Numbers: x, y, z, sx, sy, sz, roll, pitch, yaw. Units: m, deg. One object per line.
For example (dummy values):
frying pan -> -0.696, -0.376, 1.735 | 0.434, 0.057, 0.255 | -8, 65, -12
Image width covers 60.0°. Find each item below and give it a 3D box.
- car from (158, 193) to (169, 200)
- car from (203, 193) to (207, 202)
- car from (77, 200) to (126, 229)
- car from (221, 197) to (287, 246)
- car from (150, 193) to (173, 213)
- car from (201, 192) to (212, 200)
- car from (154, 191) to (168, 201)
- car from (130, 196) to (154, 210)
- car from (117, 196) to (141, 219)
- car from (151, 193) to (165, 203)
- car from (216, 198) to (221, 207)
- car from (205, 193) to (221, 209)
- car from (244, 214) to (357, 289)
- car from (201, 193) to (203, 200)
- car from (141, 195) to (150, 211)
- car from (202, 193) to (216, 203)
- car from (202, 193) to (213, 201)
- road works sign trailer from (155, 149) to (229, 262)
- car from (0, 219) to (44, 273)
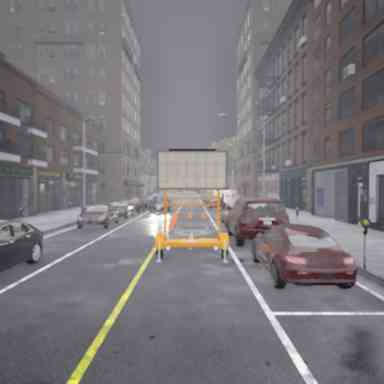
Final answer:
car -> -5.363, 0.801, 63.731 | 1.802, 1.307, 4.206 | 0, 1, 0
car -> 2.654, 1.061, 41.658 | 1.802, 1.307, 4.206 | 0, 1, 0
car -> -5.380, 1.335, 19.584 | 1.802, 1.307, 4.206 | 0, 1, 0
car -> 2.643, 1.137, 14.066 | 2.192, 1.841, 5.009 | 0, 1, 0
car -> -2.837, 1.102, 31.034 | 2.128, 1.511, 4.902 | 0, 1, 0
car -> 2.663, 0.785, 63.729 | 1.947, 1.339, 4.313 | 0, 1, 0
car -> -5.365, 0.724, 58.211 | 1.967, 1.590, 4.097 | 0, 1, 0
car -> -5.373, 1.113, 36.139 | 1.947, 1.339, 4.313 | 0, 1, 0
car -> -5.378, 1.235, 25.102 | 2.008, 1.369, 4.403 | 0, 1, 0
car -> -5.367, 0.876, 52.523 | 1.752, 1.417, 4.829 | 0, 1, 0
car -> 2.641, 1.276, 19.754 | 1.752, 1.417, 4.829 | 0, 1, 0
car -> 2.652, 1.129, 36.140 | 1.802, 1.307, 4.206 | 0, 1, 0
car -> 2.641, 1.473, 8.551 | 1.802, 1.307, 4.206 | 0, 1, 0
car -> 2.656, 0.937, 47.345 | 1.752, 1.417, 4.829 | 0, 1, 0
car -> -5.375, 1.160, 30.621 | 1.887, 1.381, 4.507 | 0, 1, 0
car -> 2.658, 0.893, 52.693 | 1.887, 1.381, 4.507 | 0, 1, 0
car -> 2.660, 0.866, 58.211 | 1.802, 1.307, 4.206 | 0, 1, 0
road works sign trailer -> 0.004, 0.319, 11.423 | 2.380, 3.560, 2.880 | 0, 1, 0
car -> -5.384, 1.442, 8.546 | 2.008, 1.369, 4.403 | 0, 1, 0
